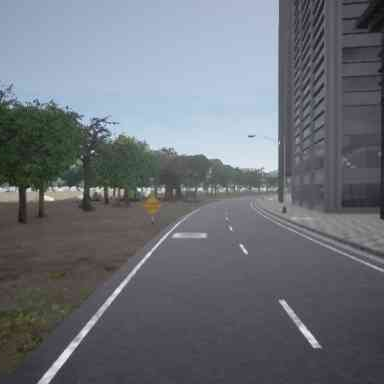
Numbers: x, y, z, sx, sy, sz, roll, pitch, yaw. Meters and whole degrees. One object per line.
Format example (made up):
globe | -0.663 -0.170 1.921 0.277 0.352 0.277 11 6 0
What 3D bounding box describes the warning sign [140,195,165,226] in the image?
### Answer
warning sign | -2.414 1.105 20.407 1.300 1.860 1.060 0 0 3
